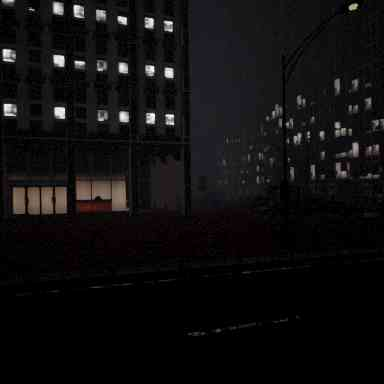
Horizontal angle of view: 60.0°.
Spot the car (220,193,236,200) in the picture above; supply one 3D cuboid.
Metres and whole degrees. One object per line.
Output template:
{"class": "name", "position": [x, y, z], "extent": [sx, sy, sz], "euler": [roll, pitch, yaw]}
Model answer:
{"class": "car", "position": [7.513, 0.955, 69.610], "extent": [1.802, 1.307, 4.206], "euler": [0, 1, -20]}

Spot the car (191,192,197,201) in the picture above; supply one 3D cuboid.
{"class": "car", "position": [-0.374, 1.057, 66.778], "extent": [2.008, 1.369, 4.403], "euler": [0, 1, -20]}

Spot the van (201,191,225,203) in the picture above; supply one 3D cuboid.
{"class": "van", "position": [3.469, 0.952, 56.077], "extent": [1.690, 1.788, 3.998], "euler": [0, 1, -20]}

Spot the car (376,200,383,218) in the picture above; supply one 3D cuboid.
{"class": "car", "position": [16.960, 1.218, 26.051], "extent": [2.097, 1.767, 4.553], "euler": [-1, 1, -19]}

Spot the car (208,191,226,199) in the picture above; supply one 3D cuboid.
{"class": "car", "position": [5.591, 0.635, 74.955], "extent": [2.192, 1.841, 5.009], "euler": [0, 1, -20]}

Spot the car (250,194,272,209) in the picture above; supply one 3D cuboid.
{"class": "car", "position": [9.182, 1.332, 40.016], "extent": [1.947, 1.339, 4.313], "euler": [0, 1, -20]}

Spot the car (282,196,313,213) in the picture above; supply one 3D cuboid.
{"class": "car", "position": [11.049, 1.400, 34.648], "extent": [1.802, 1.307, 4.206], "euler": [0, 1, -20]}

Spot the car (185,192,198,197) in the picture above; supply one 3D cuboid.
{"class": "car", "position": [-0.173, 0.711, 91.004], "extent": [2.008, 1.369, 4.403], "euler": [0, 1, -20]}

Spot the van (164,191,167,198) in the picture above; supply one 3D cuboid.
{"class": "van", "position": [-6.139, 0.687, 82.822], "extent": [1.690, 1.788, 3.998], "euler": [0, 1, -20]}

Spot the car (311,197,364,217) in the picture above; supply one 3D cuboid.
{"class": "car", "position": [12.953, 1.435, 29.291], "extent": [1.947, 1.339, 4.313], "euler": [0, 1, -20]}

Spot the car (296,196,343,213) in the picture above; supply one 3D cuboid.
{"class": "car", "position": [13.521, 1.251, 35.727], "extent": [1.882, 1.535, 5.008], "euler": [-1, 1, -20]}

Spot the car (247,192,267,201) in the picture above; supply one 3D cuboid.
{"class": "car", "position": [9.928, 1.156, 45.765], "extent": [1.882, 1.535, 5.008], "euler": [-1, 1, -20]}

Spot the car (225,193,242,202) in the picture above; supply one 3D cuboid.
{"class": "car", "position": [7.553, 1.008, 61.814], "extent": [1.812, 1.442, 4.674], "euler": [-1, 1, -20]}

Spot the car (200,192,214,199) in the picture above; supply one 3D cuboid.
{"class": "car", "position": [3.669, 0.706, 80.306], "extent": [1.967, 1.590, 4.097], "euler": [0, 1, -20]}

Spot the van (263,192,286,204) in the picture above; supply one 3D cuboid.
{"class": "van", "position": [13.276, 0.871, 53.559], "extent": [1.690, 1.788, 3.998], "euler": [0, 1, -20]}

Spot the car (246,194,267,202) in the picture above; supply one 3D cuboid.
{"class": "car", "position": [11.356, 1.060, 58.911], "extent": [1.802, 1.307, 4.206], "euler": [0, 1, -20]}
